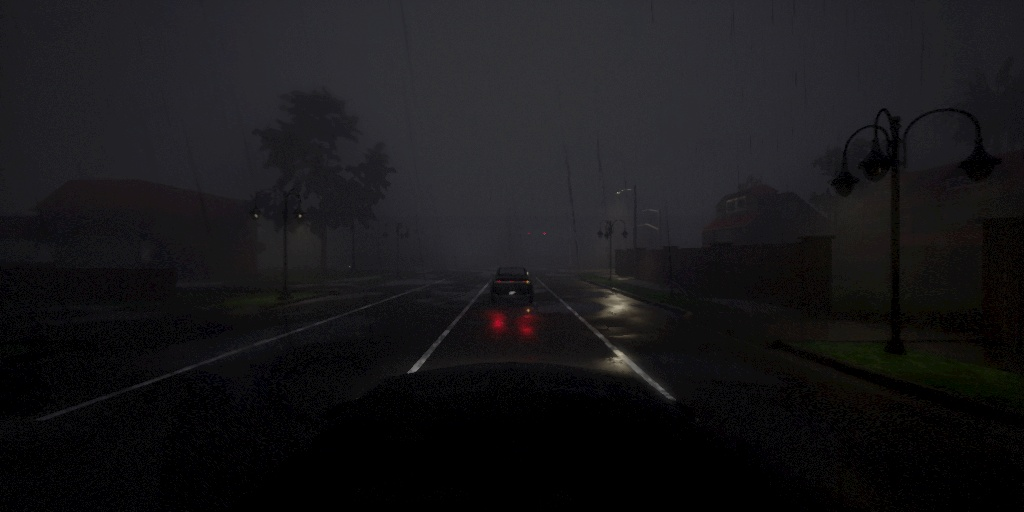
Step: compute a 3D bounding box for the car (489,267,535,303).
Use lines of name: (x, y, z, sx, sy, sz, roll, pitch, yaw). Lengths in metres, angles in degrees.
car: (0.000, 1.244, 16.500, 2.128, 1.511, 4.902, 0, 0, 0)
